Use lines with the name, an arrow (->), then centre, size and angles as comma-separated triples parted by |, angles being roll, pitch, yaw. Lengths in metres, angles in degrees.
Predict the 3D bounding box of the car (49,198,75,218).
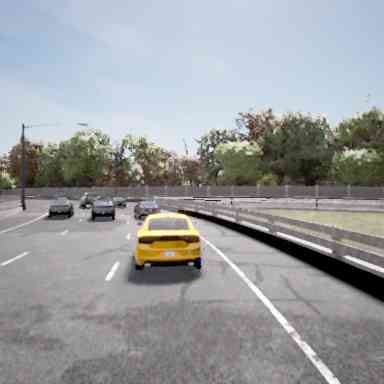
car -> -11.594, 1.438, 29.717 | 2.128, 1.511, 4.902 | 0, 0, -17

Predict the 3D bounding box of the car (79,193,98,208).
car -> -14.390, 1.123, 46.613 | 2.150, 2.045, 5.566 | 0, 0, -25

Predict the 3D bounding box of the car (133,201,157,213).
car -> -3.878, 1.475, 28.304 | 2.033, 1.411, 5.357 | 0, 0, -15

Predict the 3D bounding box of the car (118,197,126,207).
car -> -10.710, 1.440, 47.042 | 2.033, 1.411, 5.357 | 0, 0, -25

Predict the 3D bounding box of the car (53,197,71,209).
car -> -18.026, 1.483, 45.984 | 1.994, 1.385, 4.181 | 0, 0, -25

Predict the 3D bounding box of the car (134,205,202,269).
car -> -0.832, 1.447, 11.135 | 1.882, 1.535, 5.008 | 0, 0, -6

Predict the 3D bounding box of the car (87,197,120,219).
car -> -7.480, 1.430, 28.099 | 2.128, 1.511, 4.902 | 0, 0, -15
